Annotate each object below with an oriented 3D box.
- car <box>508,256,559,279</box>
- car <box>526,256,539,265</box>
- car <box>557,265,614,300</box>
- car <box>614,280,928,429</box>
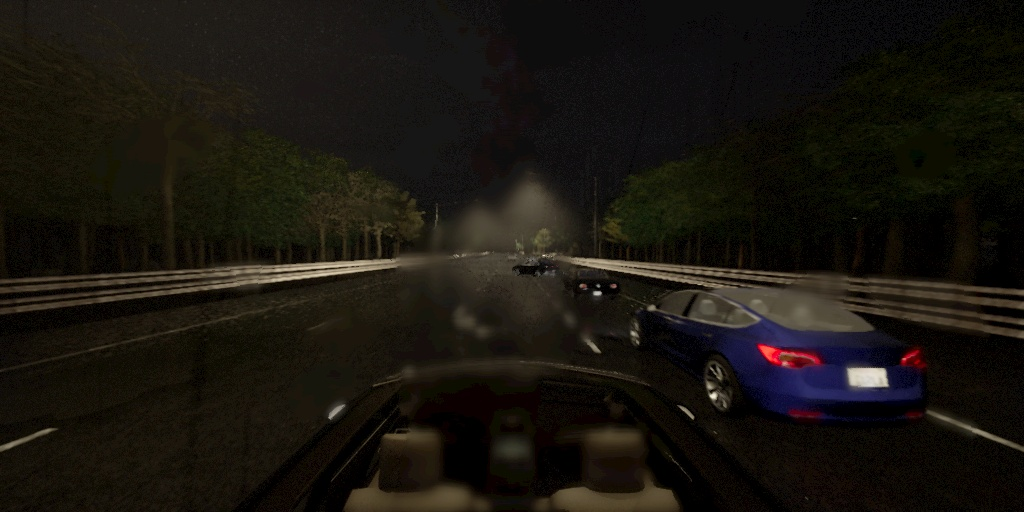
[{"bbox_3d":[1.952,1.016,29.869,2.128,1.511,4.902,0,1,-34],"label":"car"},{"bbox_3d":[3.503,0.786,60.827,1.994,1.385,4.181,0,1,0],"label":"car"},{"bbox_3d":[3.501,1.234,16.863,1.895,1.301,4.718,0,0,0],"label":"car"},{"bbox_3d":[3.500,1.223,5.863,2.163,1.488,4.792,0,0,0],"label":"car"}]
